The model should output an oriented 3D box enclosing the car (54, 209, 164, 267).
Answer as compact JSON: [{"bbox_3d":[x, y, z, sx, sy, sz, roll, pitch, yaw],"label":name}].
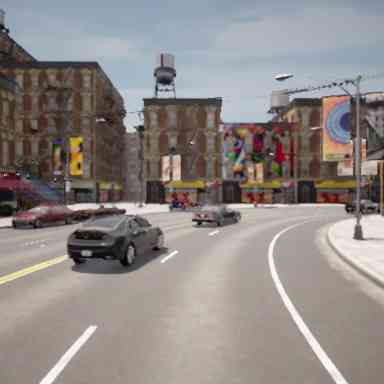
[{"bbox_3d":[-2.438,1.539,11.726,1.837,1.490,4.892,0,-1,13],"label":"car"}]

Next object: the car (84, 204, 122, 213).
[{"bbox_3d":[-7.739,1.685,27.943,1.895,1.301,4.718,0,0,30],"label":"car"}]

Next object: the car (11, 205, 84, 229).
[{"bbox_3d":[-9.903,1.593,22.637,2.002,1.452,4.674,0,0,20],"label":"car"}]

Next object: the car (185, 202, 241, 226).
[{"bbox_3d":[1.879,1.626,24.184,2.033,1.411,5.357,0,0,28],"label":"car"}]

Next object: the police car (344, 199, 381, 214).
[{"bbox_3d":[18.937,1.543,36.461,5.238,1.638,1.930,0,0,-30],"label":"police car"}]
